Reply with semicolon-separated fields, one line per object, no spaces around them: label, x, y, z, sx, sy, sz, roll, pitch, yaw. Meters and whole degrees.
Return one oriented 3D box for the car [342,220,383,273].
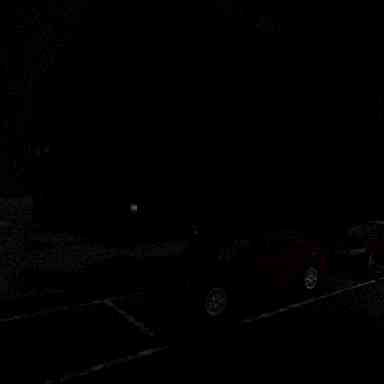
car;5.614;1.580;10.569;4.206;1.307;1.802;0;0;-36

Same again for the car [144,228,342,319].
car;1.124;1.544;7.349;4.507;1.381;1.887;0;0;-36
